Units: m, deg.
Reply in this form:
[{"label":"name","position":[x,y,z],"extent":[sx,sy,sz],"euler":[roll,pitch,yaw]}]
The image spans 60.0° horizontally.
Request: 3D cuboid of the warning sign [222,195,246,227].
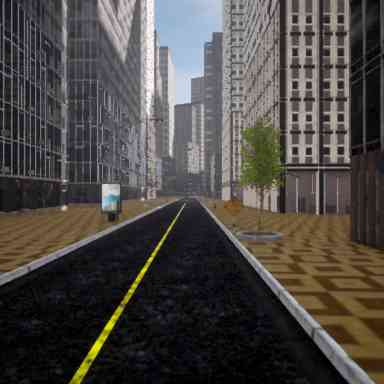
[{"label":"warning sign","position":[2.518,1.137,20.040],"extent":[1.300,1.860,1.060],"euler":[0,0,0]}]
